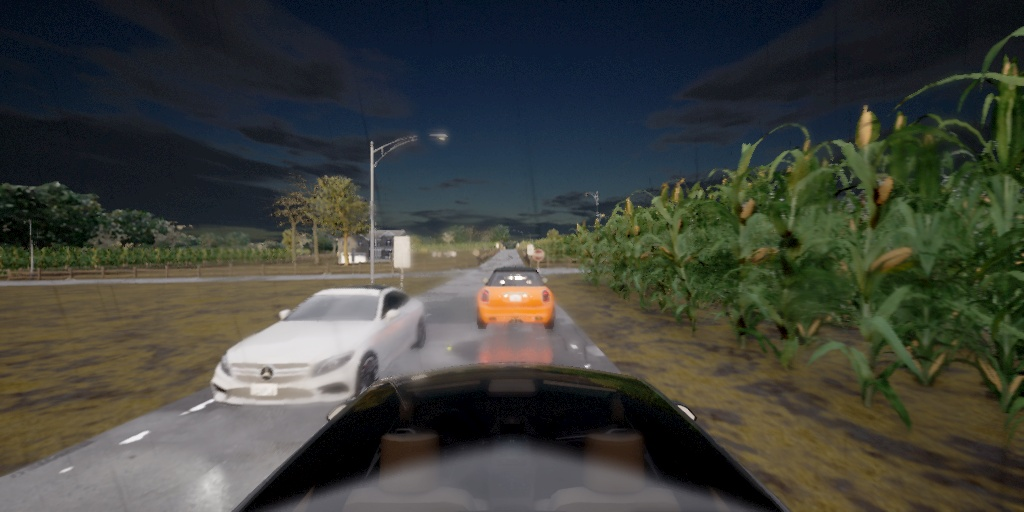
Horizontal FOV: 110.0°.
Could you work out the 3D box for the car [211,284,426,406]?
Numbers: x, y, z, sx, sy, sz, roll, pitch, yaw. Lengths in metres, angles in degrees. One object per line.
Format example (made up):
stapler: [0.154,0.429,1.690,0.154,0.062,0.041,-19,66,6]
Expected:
car: [-2.846,1.279,6.459,1.812,1.442,4.674,0,0,0]

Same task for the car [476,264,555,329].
car: [0.101,1.094,11.342,2.097,1.767,4.553,0,0,0]
